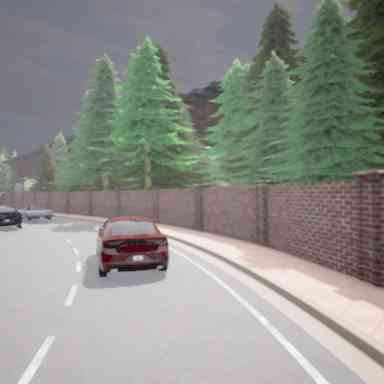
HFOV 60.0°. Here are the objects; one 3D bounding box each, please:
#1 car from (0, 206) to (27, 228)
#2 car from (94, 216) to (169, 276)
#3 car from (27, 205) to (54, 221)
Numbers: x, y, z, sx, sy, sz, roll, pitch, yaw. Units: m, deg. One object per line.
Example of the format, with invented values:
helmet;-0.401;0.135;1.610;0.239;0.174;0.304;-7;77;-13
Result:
car;-13.146;1.682;22.901;1.882;1.535;5.008;-1;0;-38
car;-2.061;1.518;10.704;1.882;1.535;5.008;0;0;-17
car;-13.913;1.823;29.337;1.895;1.301;4.718;-1;0;-41
